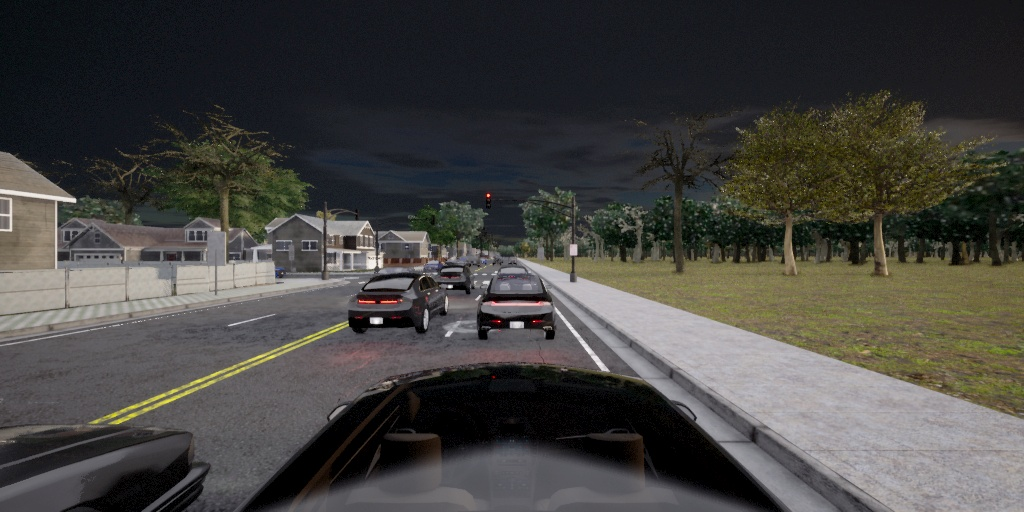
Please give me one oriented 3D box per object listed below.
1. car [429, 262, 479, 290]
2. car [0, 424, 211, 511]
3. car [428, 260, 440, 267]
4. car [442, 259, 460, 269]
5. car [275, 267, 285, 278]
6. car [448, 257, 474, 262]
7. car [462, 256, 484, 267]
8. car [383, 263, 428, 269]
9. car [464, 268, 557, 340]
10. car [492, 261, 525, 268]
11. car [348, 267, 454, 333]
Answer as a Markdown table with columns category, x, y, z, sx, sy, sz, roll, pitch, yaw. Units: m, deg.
| category | x | y | z | sx | sy | sz | roll | pitch | yaw |
| --- | --- | --- | --- | --- | --- | --- | --- | --- | --- |
| car | -3.114 | 1.255 | 20.070 | 1.837 | 1.490 | 4.892 | 0 | 0 | -1 |
| car | -3.160 | 1.297 | 0.110 | 2.033 | 1.411 | 5.357 | 0 | 0 | 1 |
| car | -9.794 | 1.268 | 45.192 | 1.812 | 1.442 | 4.674 | 0 | 0 | 0 |
| car | -9.760 | 1.278 | 57.728 | 2.033 | 1.411 | 5.357 | 0 | 0 | 0 |
| car | -22.708 | 1.258 | 31.575 | 5.008 | 1.535 | 1.882 | 0 | 0 | 0 |
| car | -6.542 | 1.233 | 45.437 | 2.128 | 1.511 | 4.902 | 0 | 0 | 0 |
| car | -6.503 | 0.948 | 60.895 | 2.150 | 2.045 | 5.566 | 0 | 0 | 1 |
| car | -6.576 | 1.297 | 20.455 | 2.033 | 1.411 | 5.357 | 0 | 0 | 0 |
| car | 0.110 | 1.241 | 9.986 | 2.128 | 1.511 | 4.902 | 0 | 0 | 0 |
| car | 0.052 | 1.228 | 19.388 | 1.882 | 1.535 | 5.008 | 0 | 0 | 1 |
| car | -3.137 | 1.255 | 10.736 | 1.837 | 1.490 | 4.892 | 0 | 0 | 0 |
